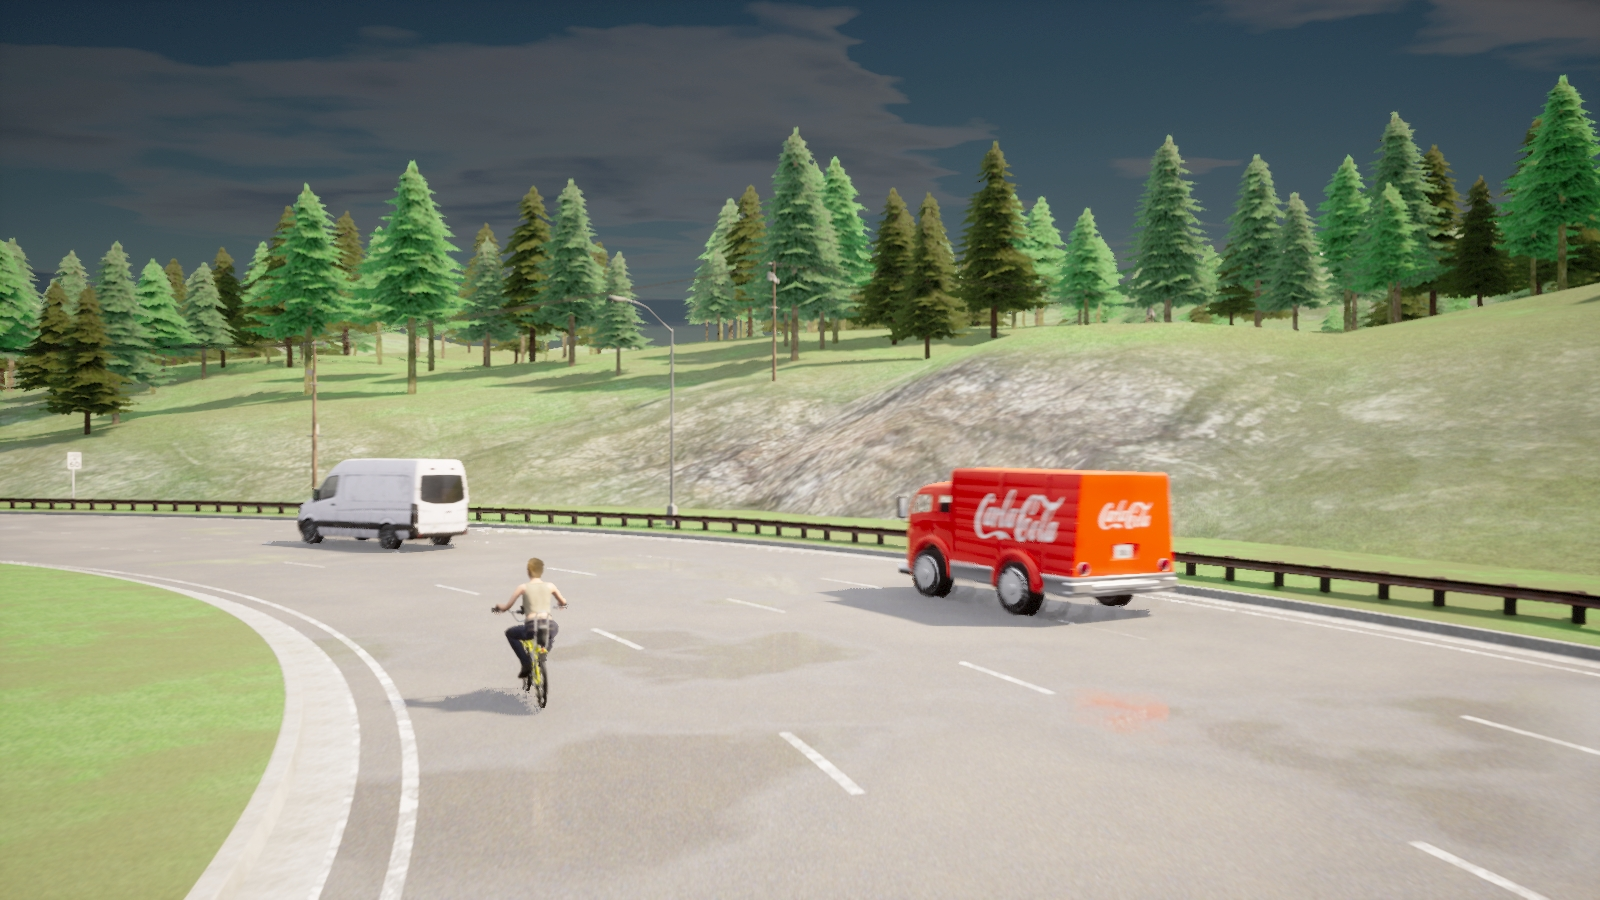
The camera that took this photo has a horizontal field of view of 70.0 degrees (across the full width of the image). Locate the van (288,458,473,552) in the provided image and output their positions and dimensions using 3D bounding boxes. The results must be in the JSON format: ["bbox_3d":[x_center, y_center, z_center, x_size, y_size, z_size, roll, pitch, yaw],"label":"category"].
[{"bbox_3d":[-12.461,1.535,33.772,5.915,2.561,1.988,0,-1,33],"label":"van"}]

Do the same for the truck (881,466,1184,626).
[{"bbox_3d":[4.060,1.567,20.988,2.627,2.467,5.204,1,-1,-30],"label":"truck"}]

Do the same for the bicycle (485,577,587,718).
[{"bbox_3d":[-2.979,2.158,12.795,0.859,1.276,1.487,0,0,-23],"label":"bicycle"}]
